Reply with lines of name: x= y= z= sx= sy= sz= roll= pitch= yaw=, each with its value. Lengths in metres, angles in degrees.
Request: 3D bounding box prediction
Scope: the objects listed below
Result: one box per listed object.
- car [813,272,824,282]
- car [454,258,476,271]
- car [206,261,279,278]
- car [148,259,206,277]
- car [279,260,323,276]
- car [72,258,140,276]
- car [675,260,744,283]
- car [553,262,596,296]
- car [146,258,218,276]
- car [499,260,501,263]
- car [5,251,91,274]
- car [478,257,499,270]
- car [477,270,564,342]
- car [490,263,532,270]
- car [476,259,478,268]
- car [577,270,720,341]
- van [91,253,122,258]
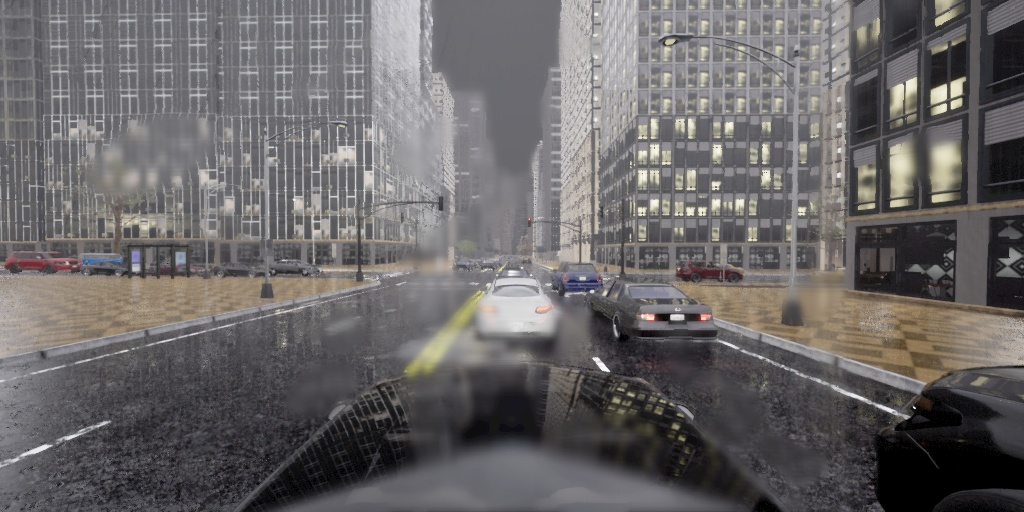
car: x=27.669 y=1.578 z=29.519 sx=4.829 sy=1.417 sz=1.751 roll=0 pitch=0 yaw=1
car: x=-6.577 y=1.067 z=49.264 sx=2.097 sy=1.767 sz=4.553 roll=0 pitch=0 yaw=1
car: x=-22.703 y=1.173 z=30.293 sx=4.313 sy=1.339 sz=1.948 roll=0 pitch=0 yaw=1
car: x=-28.387 y=1.137 z=30.432 sx=4.207 sy=1.307 sz=1.802 roll=0 pitch=0 yaw=1
car: x=-19.998 y=1.079 z=32.943 sx=4.902 sy=1.511 sz=2.128 roll=1 pitch=1 yaw=1
car: x=-34.068 y=1.068 z=30.611 sx=4.313 sy=1.339 sz=1.948 roll=0 pitch=0 yaw=1
car: x=16.221 y=1.268 z=29.727 sx=5.009 sy=1.841 sz=2.192 roll=0 pitch=0 yaw=1
car: x=3.367 y=1.092 z=19.185 sx=2.097 sy=1.767 sz=4.553 roll=0 pitch=0 yaw=0
car: x=-30.466 y=0.970 z=33.167 sx=5.008 sy=1.535 sz=1.882 roll=1 pitch=1 yaw=1
car: x=-3.269 y=1.301 z=61.006 sx=1.895 sy=1.301 sz=4.718 roll=0 pitch=0 yaw=0
car: x=-43.490 y=0.595 z=33.457 sx=5.566 sy=2.045 sz=2.150 roll=1 pitch=1 yaw=1
car: x=-3.293 y=1.260 z=51.245 sx=2.033 sy=1.411 sz=5.357 roll=0 pitch=0 yaw=0
car: x=0.106 y=1.272 z=9.662 sx=1.812 sy=1.442 sz=4.674 roll=0 pitch=0 yaw=0
car: x=0.116 y=1.287 z=18.906 sx=2.033 sy=1.411 sz=5.357 roll=0 pitch=0 yaw=0
car: x=-6.530 y=1.209 z=58.361 sx=1.837 sy=1.490 sz=4.892 roll=0 pitch=0 yaw=0
car: x=3.360 y=1.293 z=9.800 sx=2.033 sy=1.411 sz=5.357 roll=0 pitch=0 yaw=0
van: x=-45.250 y=0.604 z=39.282 sx=3.998 sy=1.789 sz=1.690 roll=0 pitch=0 yaw=1
